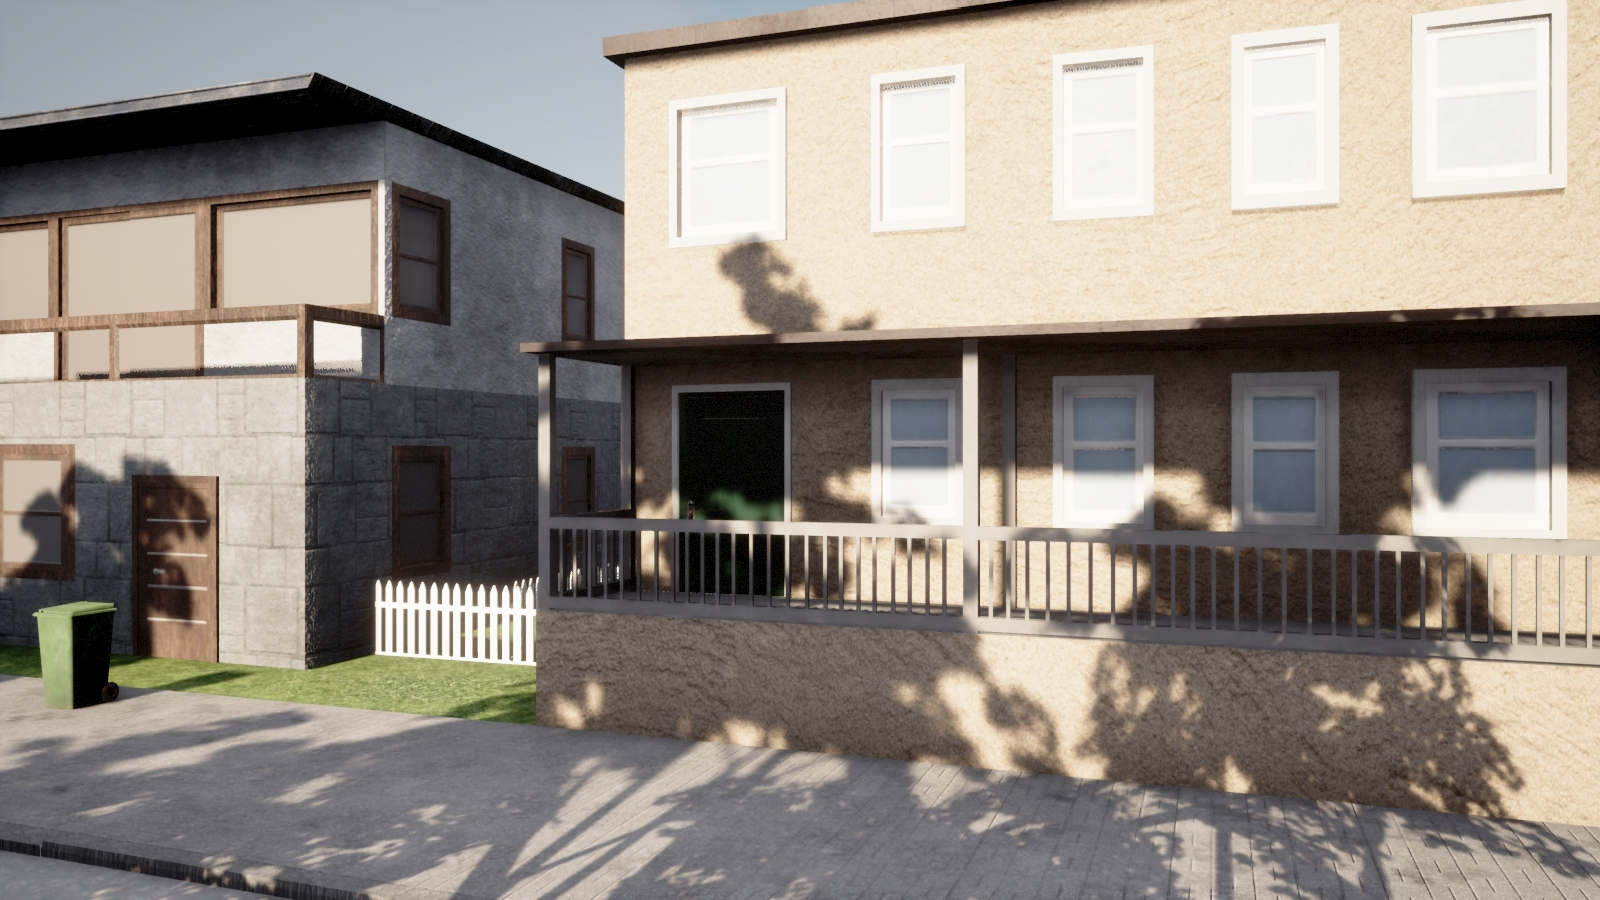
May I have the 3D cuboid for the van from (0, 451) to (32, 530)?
[{"bbox_3d":[-27.753,1.329,35.973,1.988,2.561,5.915,0,0,20],"label":"van"}]
